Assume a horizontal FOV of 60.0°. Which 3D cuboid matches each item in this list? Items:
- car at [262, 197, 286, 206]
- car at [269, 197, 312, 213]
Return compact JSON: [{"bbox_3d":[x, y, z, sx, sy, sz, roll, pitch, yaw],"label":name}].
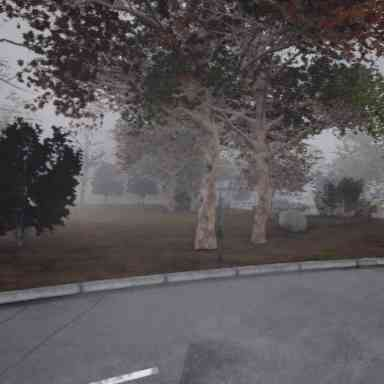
[{"bbox_3d":[13.655,1.513,55.098,4.181,1.385,1.994,1,-1,-44],"label":"car"},{"bbox_3d":[10.012,1.434,35.415,2.033,1.411,5.357,0,0,-33],"label":"car"}]
